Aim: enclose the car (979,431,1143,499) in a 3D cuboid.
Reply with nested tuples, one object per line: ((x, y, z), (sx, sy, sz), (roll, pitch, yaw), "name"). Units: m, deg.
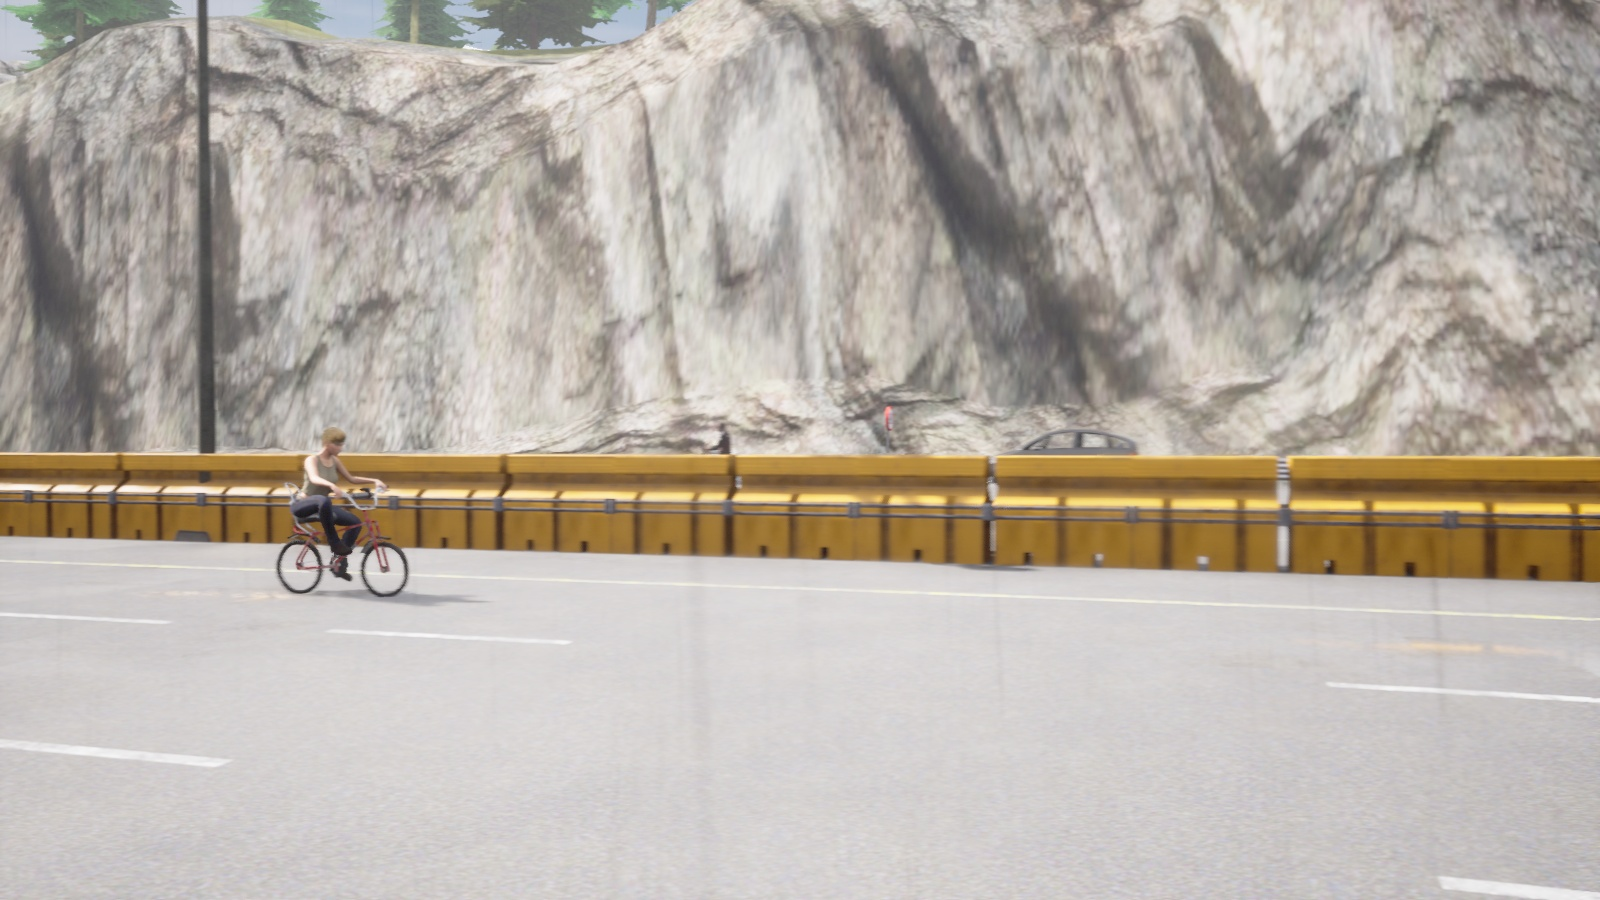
((6.363, 0.332, 30.554), (3.705, 1.549, 1.789), (1, 1, 18), "car")

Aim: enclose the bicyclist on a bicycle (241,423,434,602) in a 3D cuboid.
((-4.381, 0.552, 11.940), (1.509, 1.612, 0.866), (1, 1, 17), "bicyclist on a bicycle")
